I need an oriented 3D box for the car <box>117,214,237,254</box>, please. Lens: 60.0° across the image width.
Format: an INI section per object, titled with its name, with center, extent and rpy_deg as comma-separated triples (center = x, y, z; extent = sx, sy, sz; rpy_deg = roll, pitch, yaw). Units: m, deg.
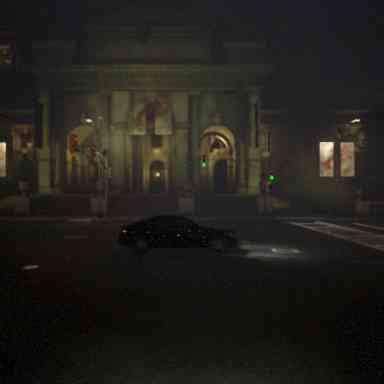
[car]
center = -0.576, 1.593, 13.218
extent = 4.674, 1.442, 1.812
rpy_deg = 0, 0, 0
